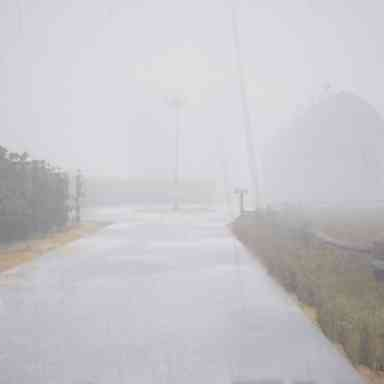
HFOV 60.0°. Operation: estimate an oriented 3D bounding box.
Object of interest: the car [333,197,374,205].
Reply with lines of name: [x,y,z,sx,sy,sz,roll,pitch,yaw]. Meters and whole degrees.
car: [17.050,1.264,35.138,4.181,1.385,1.994,0,1,-4]
